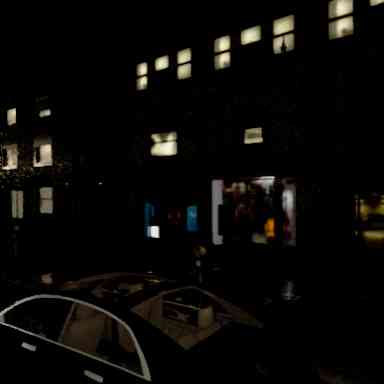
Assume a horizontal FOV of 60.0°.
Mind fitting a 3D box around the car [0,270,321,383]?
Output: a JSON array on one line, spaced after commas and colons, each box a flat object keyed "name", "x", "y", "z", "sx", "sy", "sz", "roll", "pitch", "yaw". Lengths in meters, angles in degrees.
[{"name": "car", "x": -0.965, "y": 1.558, "z": 3.573, "sx": 4.403, "sy": 1.369, "sz": 2.008, "roll": 0, "pitch": -1, "yaw": 36}]
